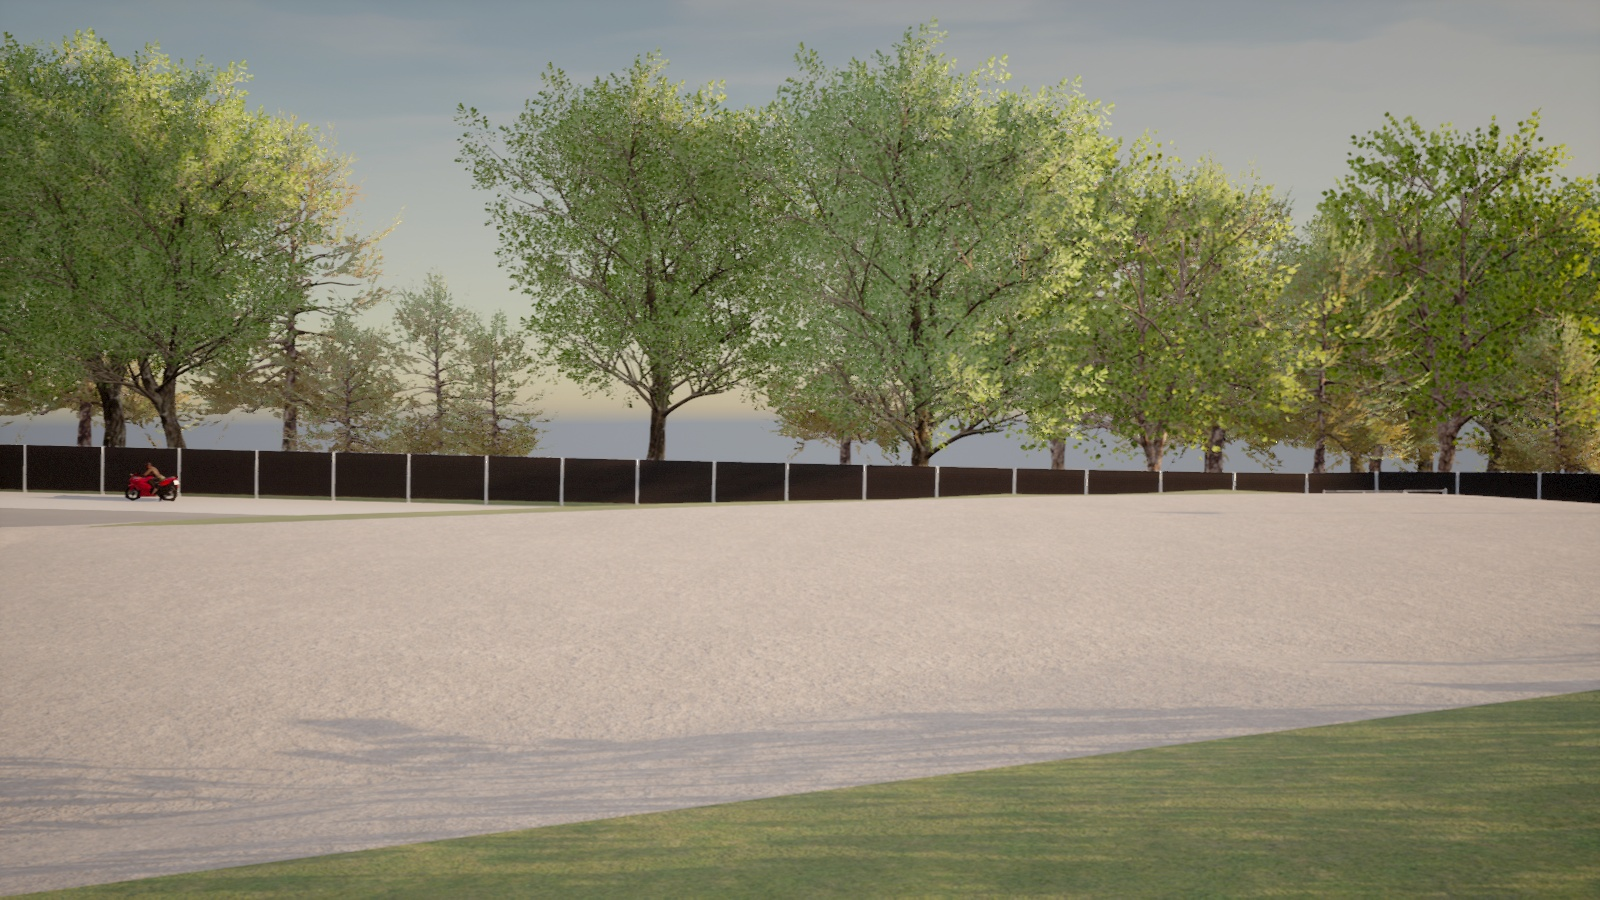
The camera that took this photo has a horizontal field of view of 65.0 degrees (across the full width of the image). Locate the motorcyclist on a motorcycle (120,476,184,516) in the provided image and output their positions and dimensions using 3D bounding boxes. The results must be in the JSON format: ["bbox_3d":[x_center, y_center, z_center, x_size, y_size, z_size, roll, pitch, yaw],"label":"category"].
[{"bbox_3d":[-24.987,1.768,48.414,2.044,1.523,0.797,0,1,-2],"label":"motorcyclist on a motorcycle"}]
